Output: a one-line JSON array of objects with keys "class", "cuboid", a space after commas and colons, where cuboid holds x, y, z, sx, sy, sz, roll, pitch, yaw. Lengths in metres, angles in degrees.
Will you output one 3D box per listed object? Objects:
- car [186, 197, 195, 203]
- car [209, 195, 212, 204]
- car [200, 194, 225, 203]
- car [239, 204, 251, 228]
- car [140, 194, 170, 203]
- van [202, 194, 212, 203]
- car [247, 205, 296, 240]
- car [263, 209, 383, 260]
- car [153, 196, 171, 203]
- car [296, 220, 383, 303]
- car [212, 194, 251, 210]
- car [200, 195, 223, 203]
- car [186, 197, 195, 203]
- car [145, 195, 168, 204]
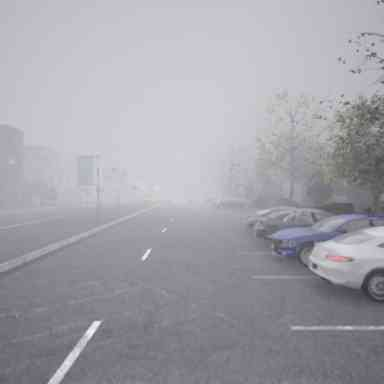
[{"class": "car", "cuboid": [-0.413, 1.972, 85.168, 2.128, 1.511, 4.902, 0, -2, 2]}, {"class": "car", "cuboid": [5.037, 1.474, 44.759, 4.674, 1.452, 2.002, 0, 0, 0]}, {"class": "car", "cuboid": [4.755, 1.525, 76.728, 5.566, 2.045, 2.435, 0, -2, -1]}, {"class": "car", "cuboid": [5.079, 1.501, 17.253, 4.674, 1.452, 2.002, 0, 0, 0]}, {"class": "car", "cuboid": [-7.576, 1.558, 66.090, 5.366, 1.575, 1.946, 0, -1, -1]}, {"class": "van", "cuboid": [4.766, 1.329, 65.555, 4.442, 1.987, 1.878, 0, -1, -1]}, {"class": "car", "cuboid": [5.077, 1.466, 13.977, 4.892, 1.521, 2.231, 0, 0, 0]}, {"class": "car", "cuboid": [5.089, 1.468, 10.704, 5.008, 1.535, 2.097, 0, 0, 0]}, {"class": "car", "cuboid": [-7.555, 1.862, 84.188, 4.553, 1.767, 2.185, 0, -2, -1]}, {"class": "car", "cuboid": [5.081, 1.512, 7.555, 4.674, 1.452, 2.002, 0, 0, 0]}, {"class": "car", "cuboid": [5.110, 1.310, 41.589, 4.553, 1.767, 2.185, 0, 0, 0]}, {"class": "car", "cuboid": [4.682, 1.679, 82.188, 5.566, 2.045, 2.435, 0, -2, -1]}, {"class": "car", "cuboid": [-0.294, 1.785, 74.703, 2.033, 1.411, 5.357, 0, -2, -1]}, {"class": "car", "cuboid": [-7.386, 1.483, 69.011, 4.553, 1.767, 2.185, 0, -1, -1]}]
